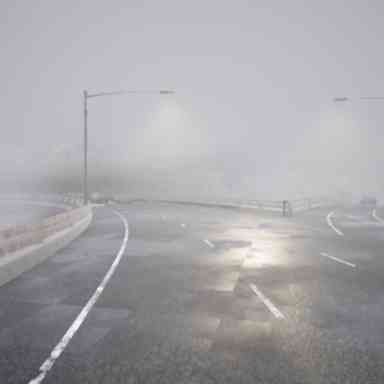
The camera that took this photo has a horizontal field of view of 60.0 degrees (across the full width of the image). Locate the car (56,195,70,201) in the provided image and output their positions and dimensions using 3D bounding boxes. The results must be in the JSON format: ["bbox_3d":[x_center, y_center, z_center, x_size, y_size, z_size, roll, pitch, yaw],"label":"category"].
[{"bbox_3d":[-26.704,1.261,69.335,1.895,1.301,4.718,-1,1,-44],"label":"car"}]

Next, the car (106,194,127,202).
[{"bbox_3d":[-14.969,1.135,65.890,2.128,1.511,4.902,-1,0,-38],"label":"car"}]

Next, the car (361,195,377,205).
[{"bbox_3d":[26.868,1.234,50.439,2.128,1.511,4.902,0,-1,33],"label":"car"}]

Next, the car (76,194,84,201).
[{"bbox_3d":[-22.865,1.121,70.258,1.882,1.535,5.008,-1,0,-41],"label":"car"}]

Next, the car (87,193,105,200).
[{"bbox_3d":[-21.284,0.967,73.785,1.812,1.442,4.674,-1,1,-44],"label":"car"}]

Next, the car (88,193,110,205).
[{"bbox_3d":[-14.872,1.222,53.066,1.837,1.490,4.892,0,0,-31],"label":"car"}]

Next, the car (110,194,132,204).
[{"bbox_3d":[-11.260,1.261,53.784,1.994,1.385,4.181,0,0,-30],"label":"car"}]
